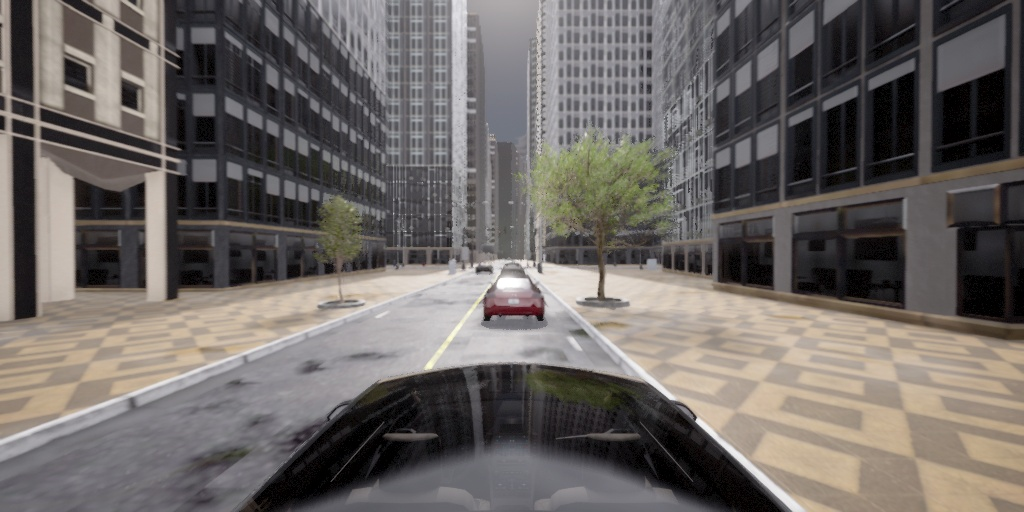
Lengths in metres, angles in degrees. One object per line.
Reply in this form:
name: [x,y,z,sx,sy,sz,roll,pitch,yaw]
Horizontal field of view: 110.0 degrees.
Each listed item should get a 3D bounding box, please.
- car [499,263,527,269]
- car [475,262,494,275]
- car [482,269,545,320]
car: [0.060,1.277,27.713,1.837,1.490,4.892,0,0,0]
car: [-3.076,1.390,40.629,1.895,1.301,4.718,0,0,0]
car: [0.065,1.321,12.692,1.994,1.385,4.181,0,0,0]
